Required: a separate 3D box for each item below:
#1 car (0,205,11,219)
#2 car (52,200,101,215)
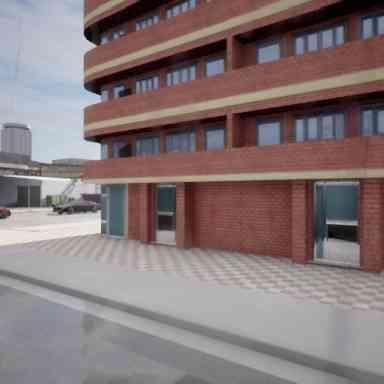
[{"bbox_3d":[-17.013,1.560,26.880,1.994,1.385,4.181,0,0,34],"label":"car"},{"bbox_3d":[-11.704,1.543,34.608,2.033,1.411,5.357,0,0,34],"label":"car"}]
